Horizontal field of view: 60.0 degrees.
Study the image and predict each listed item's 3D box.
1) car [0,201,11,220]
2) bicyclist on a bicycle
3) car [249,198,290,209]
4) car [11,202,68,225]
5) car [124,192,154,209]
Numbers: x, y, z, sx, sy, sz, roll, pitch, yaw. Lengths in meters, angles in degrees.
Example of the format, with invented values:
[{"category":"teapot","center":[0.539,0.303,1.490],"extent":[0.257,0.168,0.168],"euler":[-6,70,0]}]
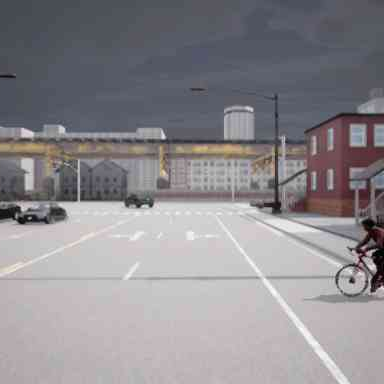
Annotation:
[{"category":"car","center":[-13.789,1.405,23.191],"extent":[2.128,1.511,4.902],"euler":[0,0,1]},{"category":"bicyclist on a bicycle","center":[3.802,1.380,6.894],"extent":[1.656,1.620,0.582],"euler":[0,0,1]},{"category":"car","center":[9.841,1.395,41.047],"extent":[5.357,1.411,2.033],"euler":[0,0,4]},{"category":"car","center":[-10.288,1.477,23.161],"extent":[1.994,1.385,4.181],"euler":[0,0,1]},{"category":"car","center":[-7.008,1.053,43.847],"extent":[2.150,2.045,5.566],"euler":[0,0,-35]}]
